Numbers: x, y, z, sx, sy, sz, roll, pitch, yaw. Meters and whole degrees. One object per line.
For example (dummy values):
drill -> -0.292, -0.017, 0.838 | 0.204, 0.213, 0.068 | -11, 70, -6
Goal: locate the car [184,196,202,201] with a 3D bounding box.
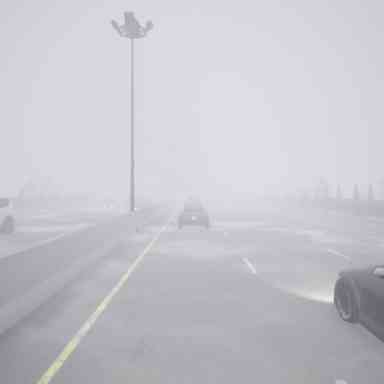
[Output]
car -> 0.110, 1.303, 39.646 | 2.097, 1.767, 4.553 | 0, 0, 0

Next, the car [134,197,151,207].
car -> -7.060, 1.462, 48.331 | 1.837, 1.490, 4.892 | 0, -1, 0

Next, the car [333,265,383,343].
car -> 3.601, 1.553, 4.483 | 1.994, 1.385, 4.181 | 0, 0, 0

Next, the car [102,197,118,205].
car -> -14.075, 1.529, 57.060 | 1.994, 1.385, 4.181 | 0, 0, 0

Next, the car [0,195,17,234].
car -> -10.596, 1.189, 15.832 | 2.150, 2.045, 5.566 | 0, 0, 0

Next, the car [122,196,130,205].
car -> -10.581, 1.490, 56.555 | 1.812, 1.442, 4.674 | 0, 0, 0

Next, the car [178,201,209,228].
car -> 0.105, 1.522, 22.096 | 1.994, 1.385, 4.181 | 0, 0, 0
